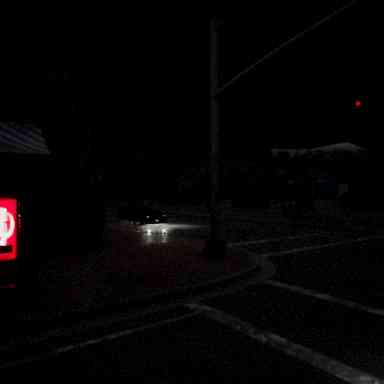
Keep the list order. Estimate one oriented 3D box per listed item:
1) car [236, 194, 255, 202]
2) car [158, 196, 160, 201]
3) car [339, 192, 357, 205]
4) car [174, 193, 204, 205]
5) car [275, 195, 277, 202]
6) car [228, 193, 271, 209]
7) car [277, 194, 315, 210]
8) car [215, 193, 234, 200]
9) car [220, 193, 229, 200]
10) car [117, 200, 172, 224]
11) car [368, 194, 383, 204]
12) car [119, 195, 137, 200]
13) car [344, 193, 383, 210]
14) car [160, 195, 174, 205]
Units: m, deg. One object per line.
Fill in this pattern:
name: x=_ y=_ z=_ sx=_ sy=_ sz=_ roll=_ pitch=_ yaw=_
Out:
car: x=10.738 y=1.121 z=66.727 sx=3.633 sy=1.501 sz=1.845 roll=-1 pitch=0 yaw=-36
car: x=-5.190 y=1.276 z=70.033 sx=3.806 sy=1.475 sz=1.970 roll=-1 pitch=0 yaw=-36
car: x=23.248 y=0.905 z=48.071 sx=4.605 sy=1.855 sz=1.932 roll=-1 pitch=0 yaw=-36
car: x=-0.170 y=1.027 z=50.837 sx=3.866 sy=1.878 sz=1.905 roll=-1 pitch=0 yaw=-36
car: x=16.545 y=1.100 z=58.595 sx=4.514 sy=1.523 sz=2.007 roll=-1 pitch=0 yaw=-36
car: x=7.310 y=1.104 z=40.457 sx=5.027 sy=1.636 sz=2.152 roll=-1 pitch=0 yaw=-36
car: x=11.324 y=1.180 z=35.439 sx=3.806 sy=1.475 sz=1.970 roll=-1 pitch=0 yaw=-36
car: x=8.163 y=1.079 z=83.339 sx=4.514 sy=1.523 sz=2.007 roll=-1 pitch=0 yaw=-36
car: x=10.039 y=1.069 z=80.824 sx=5.027 sy=1.636 sz=2.152 roll=-1 pitch=0 yaw=-36
car: x=-4.062 y=1.653 z=26.017 sx=2.033 sy=1.411 sz=5.357 roll=-1 pitch=1 yaw=-36
car: x=30.107 y=1.099 z=53.059 sx=3.806 sy=1.475 sz=1.970 roll=-1 pitch=0 yaw=-36
car: x=-12.953 y=1.326 z=68.113 sx=3.633 sy=1.501 sz=1.845 roll=-1 pitch=0 yaw=-36
car: x=19.184 y=1.188 z=36.588 sx=4.514 sy=1.523 sz=2.007 roll=-1 pitch=0 yaw=-36
car: x=-2.203 y=1.051 z=52.953 sx=4.605 sy=1.855 sz=1.932 roll=-1 pitch=0 yaw=-36
